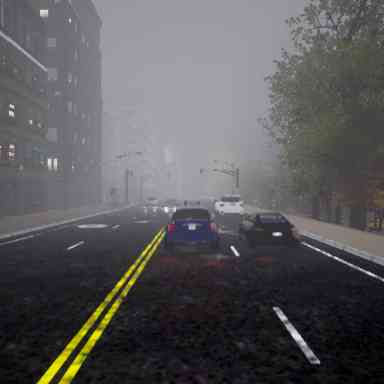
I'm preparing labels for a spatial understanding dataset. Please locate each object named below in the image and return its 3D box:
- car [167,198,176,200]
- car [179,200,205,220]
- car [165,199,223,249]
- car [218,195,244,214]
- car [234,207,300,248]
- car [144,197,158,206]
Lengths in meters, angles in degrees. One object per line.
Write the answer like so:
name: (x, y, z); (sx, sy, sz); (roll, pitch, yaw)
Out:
car: (-3.250, 1.667, 53.621); (1.895, 1.301, 4.718); (0, 0, 0)
car: (0.000, 1.495, 29.650); (2.128, 1.511, 4.902); (0, 0, 0)
car: (0.000, 1.364, 14.620); (2.097, 1.767, 4.553); (0, 0, 0)
car: (3.250, 1.258, 29.680); (2.150, 2.045, 5.566); (0, 0, 0)
car: (3.250, 1.570, 14.650); (1.994, 1.385, 4.181); (0, 0, 0)
car: (-6.500, 1.573, 53.652); (1.812, 1.442, 4.674); (0, 0, 0)
